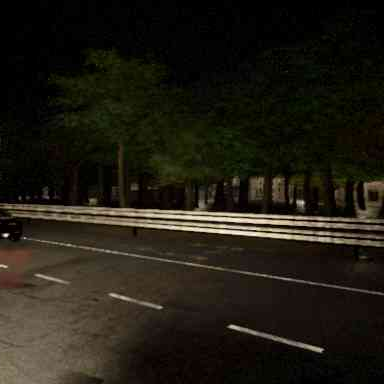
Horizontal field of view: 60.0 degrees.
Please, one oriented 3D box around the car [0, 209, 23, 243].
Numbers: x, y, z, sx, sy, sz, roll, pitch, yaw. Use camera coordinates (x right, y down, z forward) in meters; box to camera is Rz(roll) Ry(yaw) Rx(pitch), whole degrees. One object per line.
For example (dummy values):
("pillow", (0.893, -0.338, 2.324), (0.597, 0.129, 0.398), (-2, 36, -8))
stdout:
("car", (-9.536, 1.507, 14.994), (4.892, 1.490, 1.837), (0, 0, 36))
